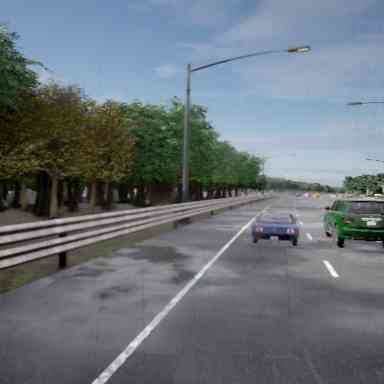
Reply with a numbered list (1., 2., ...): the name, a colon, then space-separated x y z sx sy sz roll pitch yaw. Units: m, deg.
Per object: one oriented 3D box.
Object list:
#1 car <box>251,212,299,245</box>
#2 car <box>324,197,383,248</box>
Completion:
1. car: 3.894 1.559 15.482 1.895 1.301 4.718 2 1 15
2. car: 7.404 1.269 15.030 2.150 2.045 5.566 2 0 15
